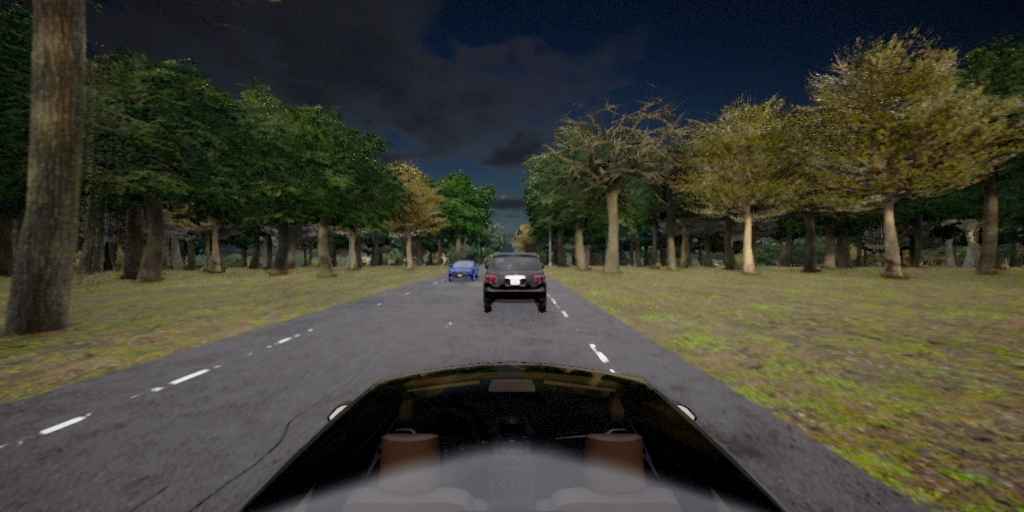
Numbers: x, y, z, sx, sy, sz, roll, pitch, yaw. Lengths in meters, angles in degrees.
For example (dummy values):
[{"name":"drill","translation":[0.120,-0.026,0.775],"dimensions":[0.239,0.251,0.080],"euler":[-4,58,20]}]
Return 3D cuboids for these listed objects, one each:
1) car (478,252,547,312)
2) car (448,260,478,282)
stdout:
[{"name":"car","translation":[0.101,0.882,13.884],"dimensions":[2.150,2.045,5.566],"euler":[0,0,0]},{"name":"car","translation":[-3.592,1.052,27.189],"dimensions":[1.882,1.535,5.008],"euler":[0,0,0]}]
